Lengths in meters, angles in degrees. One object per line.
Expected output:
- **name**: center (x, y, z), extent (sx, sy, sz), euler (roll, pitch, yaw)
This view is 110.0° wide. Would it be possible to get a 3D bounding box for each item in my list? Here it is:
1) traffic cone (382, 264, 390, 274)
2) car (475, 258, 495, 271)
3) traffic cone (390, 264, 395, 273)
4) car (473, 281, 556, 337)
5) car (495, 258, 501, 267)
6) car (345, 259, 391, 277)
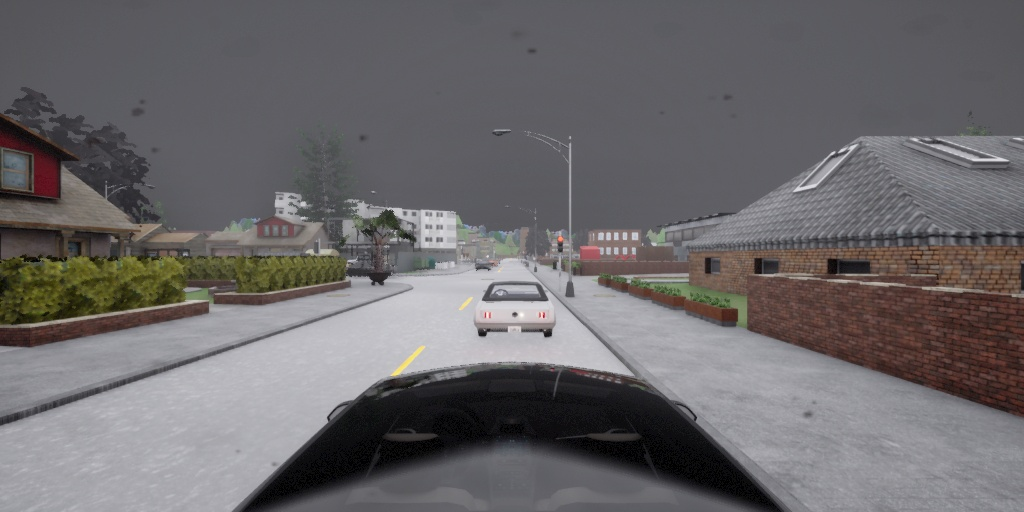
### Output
- **traffic cone**: center (-15.516, 1.561, 44.187), extent (0.344, 0.586, 0.344), euler (0, 0, 0)
- **car**: center (-3.839, 1.297, 48.626), extent (2.033, 1.411, 5.357), euler (0, 0, 0)
- **traffic cone**: center (-15.152, 1.558, 44.755), extent (0.344, 0.586, 0.344), euler (0, 0, 0)
- **car**: center (0.098, 1.351, 10.234), extent (1.895, 1.301, 4.718), euler (0, 0, 1)
- **car**: center (-3.704, 1.102, 65.037), extent (2.097, 1.767, 4.553), euler (0, 0, 1)
- **car**: center (-13.580, 1.254, 32.774), extent (4.892, 1.490, 1.837), euler (0, 1, 2)
